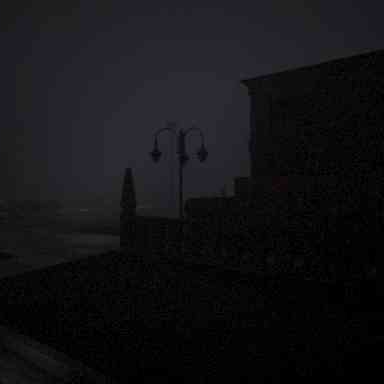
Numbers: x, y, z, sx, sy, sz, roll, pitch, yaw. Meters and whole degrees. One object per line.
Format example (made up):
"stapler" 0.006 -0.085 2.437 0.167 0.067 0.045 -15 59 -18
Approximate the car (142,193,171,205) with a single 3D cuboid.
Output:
"car" -5.298 1.204 56.597 2.150 2.045 5.566 0 0 36

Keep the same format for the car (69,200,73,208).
"car" -15.777 1.471 48.189 2.128 1.511 4.902 0 0 36

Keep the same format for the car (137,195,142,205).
"car" -7.755 1.190 59.166 2.150 2.045 5.566 0 1 36

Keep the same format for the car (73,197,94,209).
"car" -13.221 1.459 45.753 1.882 1.535 5.008 0 0 36

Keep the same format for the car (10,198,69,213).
"car" -16.231 1.474 35.680 2.128 1.511 4.902 0 0 36

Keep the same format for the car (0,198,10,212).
"car" -19.092 1.507 37.695 1.812 1.442 4.674 0 0 36

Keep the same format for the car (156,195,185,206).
"car" -3.162 1.584 53.596 1.895 1.301 4.718 0 0 36

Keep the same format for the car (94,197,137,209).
"car" -10.079 1.460 44.123 1.882 1.535 5.008 0 0 36
